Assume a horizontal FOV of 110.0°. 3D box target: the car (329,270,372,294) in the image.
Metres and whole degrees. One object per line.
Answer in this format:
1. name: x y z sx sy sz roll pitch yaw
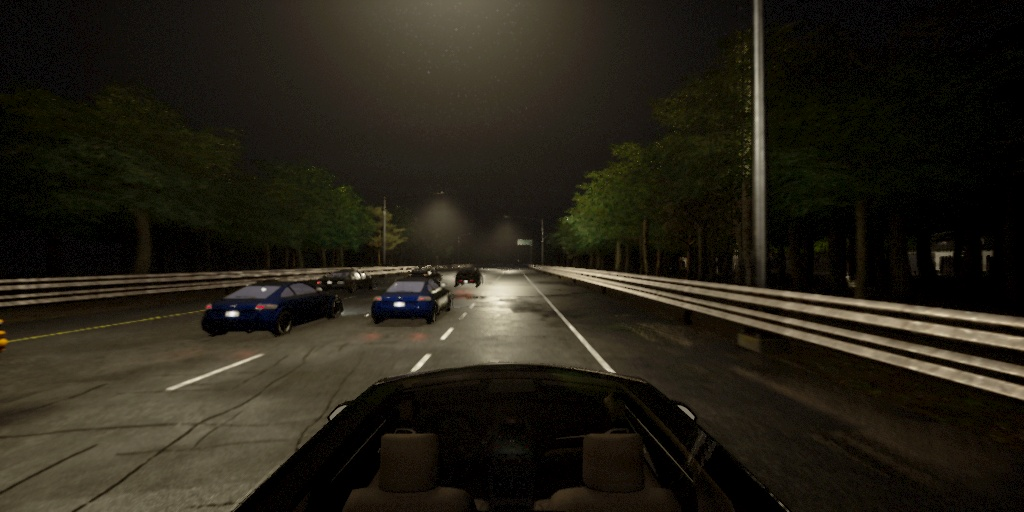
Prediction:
1. car: -10.373 1.596 22.896 2.033 1.411 5.357 0 -1 0

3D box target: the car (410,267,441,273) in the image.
1. car: -6.856 1.638 28.412 2.128 1.511 4.902 0 -1 0

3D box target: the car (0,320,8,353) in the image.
1. car: -10.406 1.261 4.575 1.882 1.535 5.008 0 -1 0

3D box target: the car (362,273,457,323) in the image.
1. car: -3.392 1.456 12.802 1.994 1.385 4.181 0 -1 0

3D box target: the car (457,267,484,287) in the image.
1. car: -3.356 1.653 28.554 1.837 1.490 4.892 0 -1 0

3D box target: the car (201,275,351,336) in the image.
1. car: -6.894 1.428 10.849 1.994 1.385 4.181 0 -1 0
